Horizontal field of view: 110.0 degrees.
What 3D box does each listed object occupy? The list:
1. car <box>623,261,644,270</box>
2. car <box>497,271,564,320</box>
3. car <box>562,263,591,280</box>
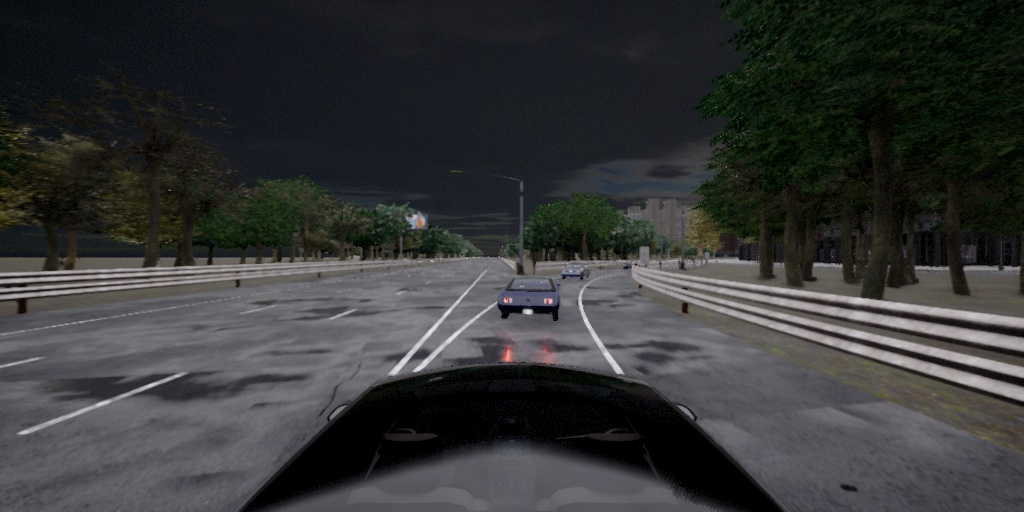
[{"bbox_3d":[18.712,1.445,54.518,1.895,1.301,4.718,0,0,39],"label":"car"},{"bbox_3d":[0.796,1.364,12.829,1.895,1.301,4.718,0,0,8],"label":"car"},{"bbox_3d":[5.799,1.349,32.096,2.033,1.411,5.357,0,0,22],"label":"car"}]
